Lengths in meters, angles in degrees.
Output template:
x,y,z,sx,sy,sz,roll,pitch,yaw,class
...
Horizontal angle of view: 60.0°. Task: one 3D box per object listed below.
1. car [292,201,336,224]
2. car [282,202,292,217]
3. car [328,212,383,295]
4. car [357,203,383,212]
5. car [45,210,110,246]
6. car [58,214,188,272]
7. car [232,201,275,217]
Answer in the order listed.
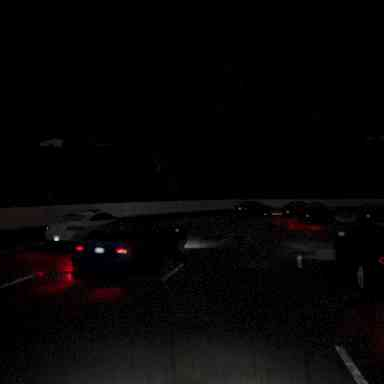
x,y,z,sx,sy,sz,roll,pitch,yaw,class
9.754,1.561,25.812,1.882,1.535,5.008,0,0,37,car
10.208,1.616,31.628,1.812,1.442,4.674,0,0,43,car
5.016,1.518,8.595,1.882,1.535,5.008,0,0,13,car
14.443,1.594,26.039,1.882,1.535,5.008,0,0,41,car
-4.339,1.504,14.568,1.812,1.442,4.674,0,0,17,car
-1.691,1.542,10.885,2.033,1.411,5.357,0,0,15,car
6.121,1.610,32.798,2.033,1.411,5.357,0,0,42,car
